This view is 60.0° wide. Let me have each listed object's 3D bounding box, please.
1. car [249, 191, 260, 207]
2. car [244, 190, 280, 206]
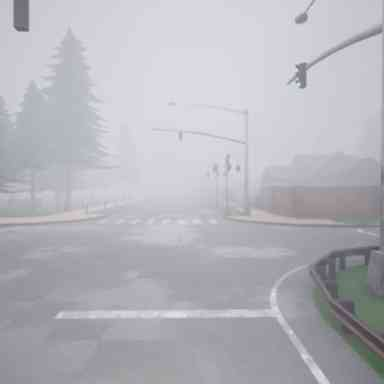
[{"bbox_3d":[8.852,0.721,37.810,4.605,1.855,1.932,0,1,-1],"label":"car"},{"bbox_3d":[8.438,0.694,40.320,3.866,1.878,1.905,0,1,-1],"label":"car"}]
